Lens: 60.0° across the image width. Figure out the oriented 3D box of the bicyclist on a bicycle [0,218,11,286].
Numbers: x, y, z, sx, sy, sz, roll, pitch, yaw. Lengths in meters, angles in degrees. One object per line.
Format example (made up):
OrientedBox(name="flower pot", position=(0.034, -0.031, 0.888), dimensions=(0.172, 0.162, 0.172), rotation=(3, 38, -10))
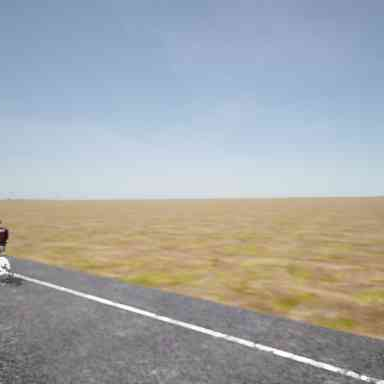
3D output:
OrientedBox(name="bicyclist on a bicycle", position=(-5.401, 1.586, 9.084), dimensions=(1.843, 1.776, 0.659), rotation=(0, -2, 37))
